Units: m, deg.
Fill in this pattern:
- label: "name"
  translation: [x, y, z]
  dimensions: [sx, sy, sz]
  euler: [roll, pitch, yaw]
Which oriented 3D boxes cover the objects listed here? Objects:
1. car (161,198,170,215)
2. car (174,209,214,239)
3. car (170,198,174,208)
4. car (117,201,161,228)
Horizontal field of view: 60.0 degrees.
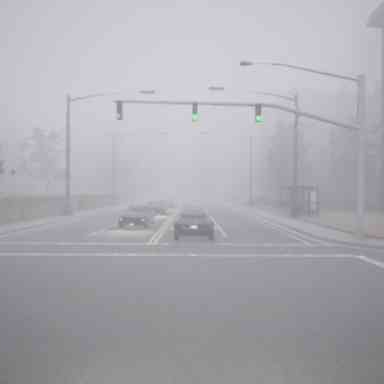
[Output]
- label: "car"
  translation: [-3.596, 1.547, 33.221]
  dimensions: [1.994, 1.385, 4.181]
  euler: [0, 0, 0]
- label: "car"
  translation: [0.091, 1.602, 17.582]
  dimensions: [1.994, 1.385, 4.181]
  euler: [0, 0, 0]
- label: "car"
  translation: [-3.572, 1.560, 47.793]
  dimensions: [1.895, 1.301, 4.718]
  euler: [0, 0, 1]
- label: "car"
  translation: [-3.598, 1.547, 22.494]
  dimensions: [2.033, 1.411, 5.357]
  euler: [0, 0, 0]
